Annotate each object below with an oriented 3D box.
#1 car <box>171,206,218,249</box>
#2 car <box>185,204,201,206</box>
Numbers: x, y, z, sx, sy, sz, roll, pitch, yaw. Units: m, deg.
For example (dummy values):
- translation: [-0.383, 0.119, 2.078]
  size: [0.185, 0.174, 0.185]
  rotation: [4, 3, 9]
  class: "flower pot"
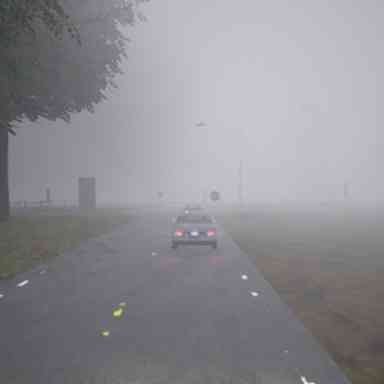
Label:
- translation: [0.096, 1.533, 14.396]
  size: [2.033, 1.411, 5.357]
  rotation: [0, 0, 0]
  class: "car"
- translation: [0.085, 1.559, 24.955]
  size: [1.994, 1.385, 4.181]
  rotation: [0, 0, 0]
  class: "car"
